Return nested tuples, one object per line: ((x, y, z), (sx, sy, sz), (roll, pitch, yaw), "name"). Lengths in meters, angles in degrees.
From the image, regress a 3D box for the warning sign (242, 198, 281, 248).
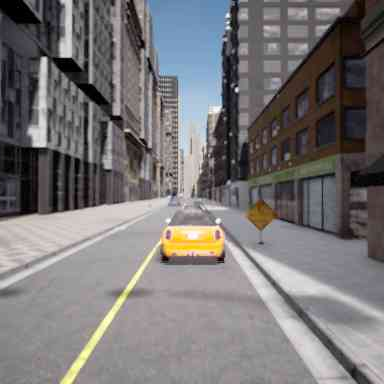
((2.711, 1.184, 13.123), (1.300, 1.860, 1.060), (-1, -1, 0), "warning sign")

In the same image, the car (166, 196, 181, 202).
((-3.030, 1.634, 58.971), (2.097, 1.767, 4.553), (0, 0, 1), "car")

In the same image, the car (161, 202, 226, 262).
((0.050, 1.417, 12.524), (2.097, 1.767, 4.553), (0, 0, 0), "car")
